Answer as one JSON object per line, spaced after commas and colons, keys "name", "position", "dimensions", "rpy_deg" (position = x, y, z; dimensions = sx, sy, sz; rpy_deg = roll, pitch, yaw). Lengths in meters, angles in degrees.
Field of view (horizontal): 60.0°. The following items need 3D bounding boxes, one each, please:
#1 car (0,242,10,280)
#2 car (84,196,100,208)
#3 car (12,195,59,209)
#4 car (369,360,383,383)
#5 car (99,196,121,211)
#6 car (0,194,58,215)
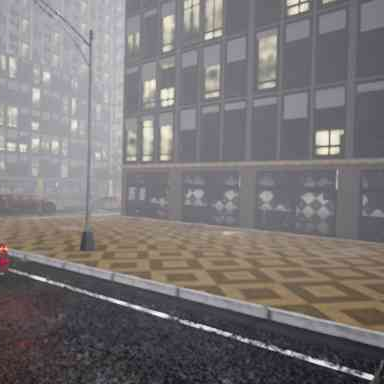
{"name": "car", "position": [-6.215, 1.394, 8.094], "dimensions": [4.674, 1.442, 1.812], "rpy_deg": [1, 0, 36]}
{"name": "car", "position": [-11.976, 1.283, 43.818], "dimensions": [1.812, 1.442, 4.674], "rpy_deg": [2, 1, 36]}
{"name": "car", "position": [-18.444, 1.141, 39.416], "dimensions": [1.752, 1.417, 4.829], "rpy_deg": [1, 0, 36]}
{"name": "car", "position": [3.304, 1.628, 1.331], "dimensions": [4.718, 1.301, 1.895], "rpy_deg": [1, 1, 35]}
{"name": "car", "position": [-8.151, 1.440, 39.268], "dimensions": [1.752, 1.417, 4.829], "rpy_deg": [1, 0, 36]}
{"name": "car", "position": [-14.934, 1.128, 30.045], "dimensions": [2.192, 1.841, 5.009], "rpy_deg": [1, 0, 36]}
